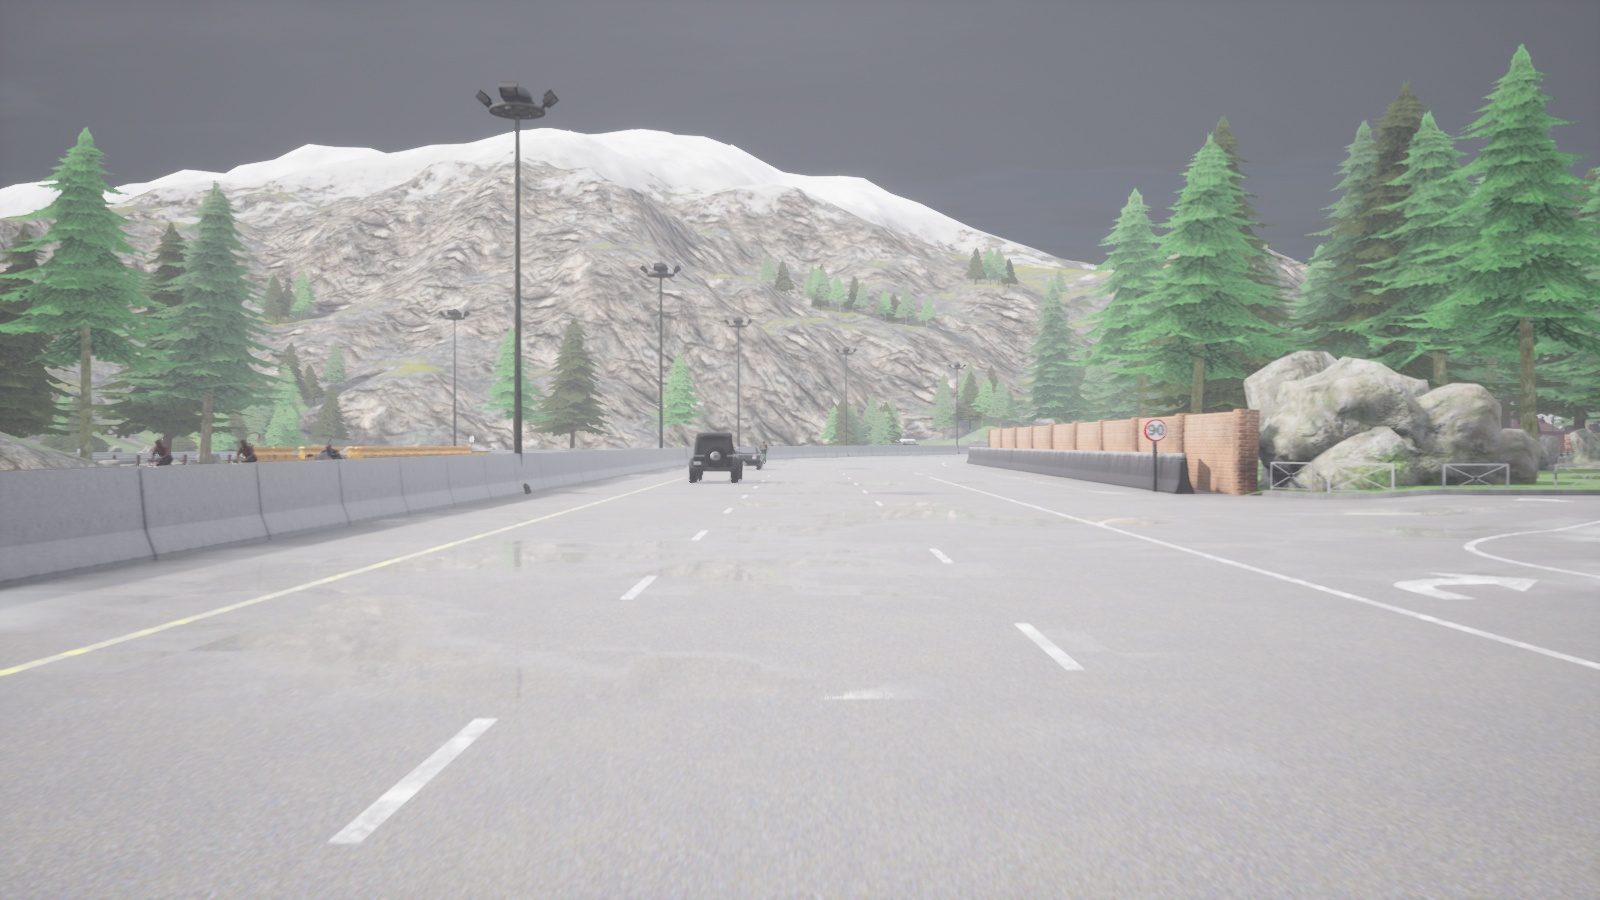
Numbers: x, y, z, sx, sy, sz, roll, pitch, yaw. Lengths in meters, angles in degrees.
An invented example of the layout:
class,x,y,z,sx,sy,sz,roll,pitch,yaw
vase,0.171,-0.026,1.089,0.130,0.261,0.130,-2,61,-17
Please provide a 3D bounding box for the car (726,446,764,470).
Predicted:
class,x,y,z,sx,sy,sz,roll,pitch,yaw
car,-3.078,0.442,71.269,1.895,1.301,4.718,0,0,0

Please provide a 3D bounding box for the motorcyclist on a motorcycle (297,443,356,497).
class,x,y,z,sx,sy,sz,roll,pitch,yaw
motorcyclist on a motorcycle,-13.777,0.564,36.586,0.866,1.530,2.191,0,0,0

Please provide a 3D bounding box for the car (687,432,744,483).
class,x,y,z,sx,sy,sz,roll,pitch,yaw
car,-3.210,0.266,48.388,1.905,1.878,3.866,0,0,0
